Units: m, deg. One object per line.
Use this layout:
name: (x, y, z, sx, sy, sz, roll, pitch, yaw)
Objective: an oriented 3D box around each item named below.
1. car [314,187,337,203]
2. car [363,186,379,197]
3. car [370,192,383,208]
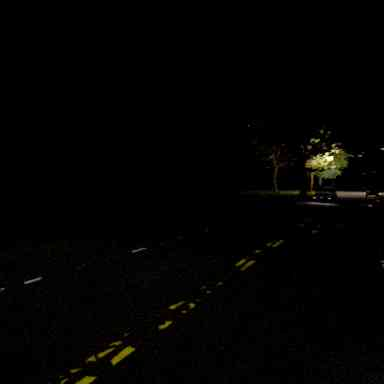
car: (17.907, 0.319, 44.451, 2.150, 2.045, 5.566, 2, 2, 32)
car: (35.769, 0.016, 66.111, 2.150, 2.045, 5.566, 2, 2, 26)
car: (20.312, 1.002, 35.193, 1.994, 1.385, 4.181, 2, 2, 26)
